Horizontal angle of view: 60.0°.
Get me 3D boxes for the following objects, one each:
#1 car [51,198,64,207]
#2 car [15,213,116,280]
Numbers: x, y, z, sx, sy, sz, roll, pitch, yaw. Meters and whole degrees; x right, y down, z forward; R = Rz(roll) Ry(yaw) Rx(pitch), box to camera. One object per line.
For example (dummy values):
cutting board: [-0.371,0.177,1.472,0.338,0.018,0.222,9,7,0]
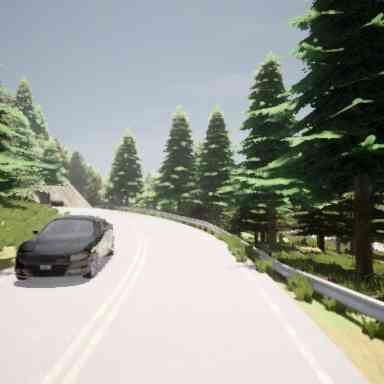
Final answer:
car: [-19.360,1.551,47.613,1.895,1.301,4.718,2,-4,-23]
car: [-3.583,1.476,10.236,1.882,1.535,5.008,1,0,-4]
